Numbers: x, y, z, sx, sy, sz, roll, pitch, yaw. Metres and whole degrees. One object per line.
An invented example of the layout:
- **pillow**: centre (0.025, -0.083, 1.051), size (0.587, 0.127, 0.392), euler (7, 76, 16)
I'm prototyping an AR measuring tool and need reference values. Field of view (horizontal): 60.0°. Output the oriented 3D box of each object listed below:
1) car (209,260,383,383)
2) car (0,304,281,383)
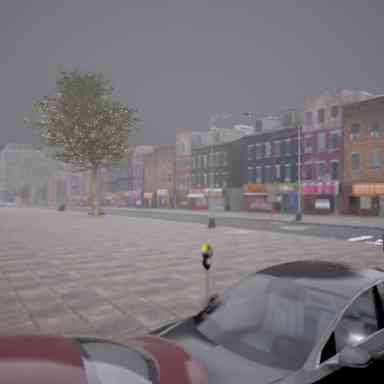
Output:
- **car**: centre (1.292, 1.564, 3.731), size (4.313, 1.339, 1.947), euler (0, 0, -35)
- **car**: centre (-1.690, 1.582, 1.604), size (4.206, 1.307, 1.802), euler (0, 0, -35)
